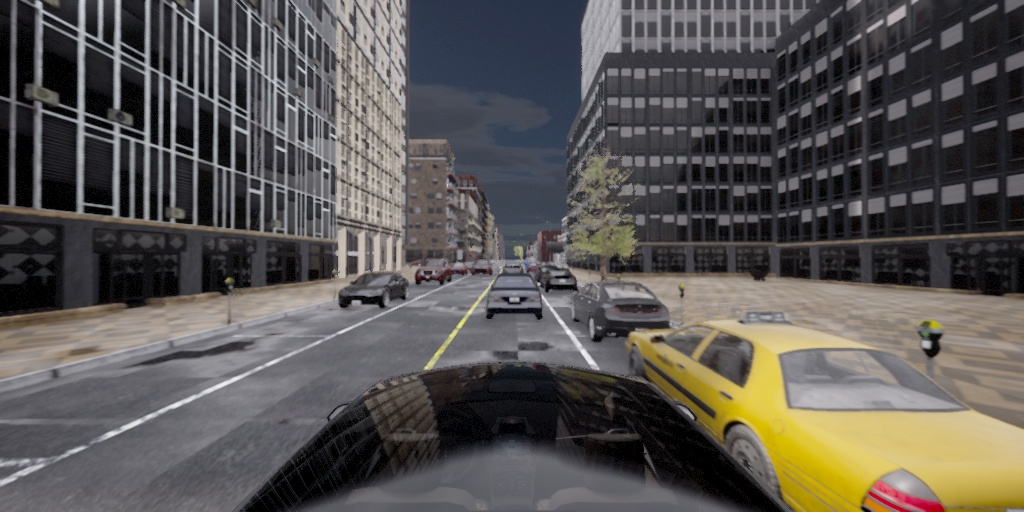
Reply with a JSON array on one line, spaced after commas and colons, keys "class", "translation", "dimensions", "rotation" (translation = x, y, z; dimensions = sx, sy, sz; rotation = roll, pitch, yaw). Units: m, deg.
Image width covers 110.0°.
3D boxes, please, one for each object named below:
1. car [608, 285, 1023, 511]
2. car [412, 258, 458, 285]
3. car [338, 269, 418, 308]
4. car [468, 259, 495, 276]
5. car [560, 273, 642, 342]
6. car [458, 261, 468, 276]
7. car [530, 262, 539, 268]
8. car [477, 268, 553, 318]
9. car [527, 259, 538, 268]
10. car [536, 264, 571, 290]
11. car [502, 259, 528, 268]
[{"class": "car", "translation": [2.663, 1.279, 4.062], "dimensions": [1.751, 1.417, 4.829], "rotation": [0, 0, 0]}, {"class": "car", "translation": [-5.694, 1.106, 26.672], "dimensions": [2.192, 1.841, 5.009], "rotation": [0, 0, 0]}, {"class": "car", "translation": [-5.693, 1.336, 15.294], "dimensions": [1.948, 1.339, 4.313], "rotation": [0, 0, 0]}, {"class": "car", "translation": [-3.102, 1.166, 37.829], "dimensions": [2.097, 1.767, 4.553], "rotation": [0, 0, 0]}, {"class": "car", "translation": [2.657, 1.312, 9.581], "dimensions": [2.007, 1.370, 4.403], "rotation": [0, 0, 0]}, {"class": "car", "translation": [-5.697, 1.360, 38.051], "dimensions": [1.888, 1.381, 4.507], "rotation": [0, 0, 0]}, {"class": "car", "translation": [2.653, 1.357, 26.648], "dimensions": [1.948, 1.339, 4.313], "rotation": [0, 0, 0]}, {"class": "car", "translation": [0.083, 1.314, 12.953], "dimensions": [2.033, 1.411, 5.357], "rotation": [0, 0, 0]}, {"class": "car", "translation": [2.650, 1.409, 43.715], "dimensions": [1.802, 1.307, 4.207], "rotation": [0, 0, 0]}, {"class": "car", "translation": [2.654, 1.346, 20.958], "dimensions": [1.948, 1.339, 4.313], "rotation": [0, 0, 0]}, {"class": "car", "translation": [0.088, 1.296, 33.137], "dimensions": [2.128, 1.511, 4.902], "rotation": [0, 0, 0]}]
